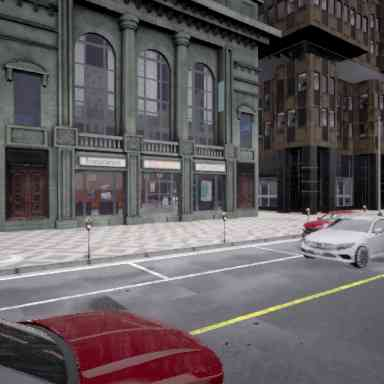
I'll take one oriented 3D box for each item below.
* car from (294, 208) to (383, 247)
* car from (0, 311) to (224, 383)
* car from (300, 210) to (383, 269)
[{"bbox_3d":[6.996,1.547,15.505,4.507,1.381,1.887,0,0,-35],"label":"car"},{"bbox_3d":[-2.001,1.477,1.884,5.008,1.535,1.882,0,0,-35],"label":"car"},{"bbox_3d":[5.684,1.527,11.298,4.674,1.442,1.812,0,0,-36],"label":"car"}]
